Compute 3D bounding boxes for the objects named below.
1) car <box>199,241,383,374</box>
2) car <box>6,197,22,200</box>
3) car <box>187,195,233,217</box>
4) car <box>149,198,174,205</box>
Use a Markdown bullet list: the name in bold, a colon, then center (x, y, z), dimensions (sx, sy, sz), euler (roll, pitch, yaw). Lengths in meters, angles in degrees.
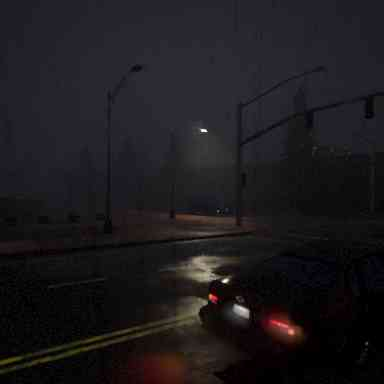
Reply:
- **car**: center (2.680, 1.581, 5.684), dimensions (5.357, 1.411, 2.033), euler (0, 0, -35)
- **car**: center (-28.739, 1.525, 53.563), dimensions (5.008, 1.535, 1.882), euler (0, -1, 6)
- **car**: center (1.710, 1.350, 33.660), dimensions (2.150, 2.045, 5.566), euler (0, 0, -36)
- **car**: center (-5.263, 1.699, 60.064), dimensions (4.718, 1.301, 1.895), euler (-2, 1, 27)
